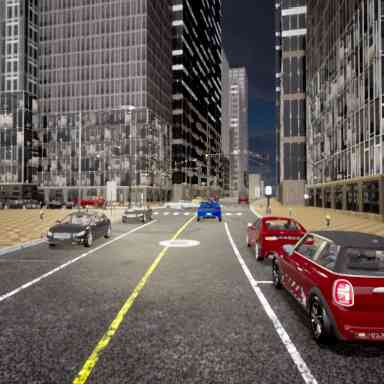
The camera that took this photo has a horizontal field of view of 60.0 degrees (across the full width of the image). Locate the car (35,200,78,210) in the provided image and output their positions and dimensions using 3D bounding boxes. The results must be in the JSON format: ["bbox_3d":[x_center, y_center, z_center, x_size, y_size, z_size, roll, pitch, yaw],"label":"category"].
[{"bbox_3d":[-16.958,1.637,41.959,4.313,1.339,1.947,0,-1,13],"label":"car"}]

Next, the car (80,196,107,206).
[{"bbox_3d":[-15.147,1.535,49.631,5.009,1.841,2.192,0,-1,13],"label":"car"}]

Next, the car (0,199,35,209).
[{"bbox_3d":[-22.399,1.653,43.249,4.403,1.369,2.008,0,-1,13],"label":"car"}]

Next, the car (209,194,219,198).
[{"bbox_3d":[5.157,1.491,78.798,2.192,1.841,5.009,1,0,14],"label":"car"}]

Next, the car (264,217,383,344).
[{"bbox_3d":[2.815,1.441,6.358,1.967,1.590,4.097,1,0,2],"label":"car"}]

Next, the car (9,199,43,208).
[{"bbox_3d":[-26.033,1.833,52.209,4.403,1.369,2.008,0,-1,13],"label":"car"}]

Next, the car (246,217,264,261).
[{"bbox_3d":[3.007,1.547,11.998,1.887,1.381,4.507,1,0,3],"label":"car"}]

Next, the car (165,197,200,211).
[{"bbox_3d":[-1.327,1.648,41.349,1.895,1.301,4.718,1,-1,-40],"label":"car"}]

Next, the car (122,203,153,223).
[{"bbox_3d":[-4.129,1.573,25.696,2.008,1.369,4.403,1,0,5],"label":"car"}]

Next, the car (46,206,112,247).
[{"bbox_3d":[-4.880,1.561,14.906,2.008,1.369,4.403,1,0,3],"label":"car"}]

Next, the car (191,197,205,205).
[{"bbox_3d":[1.162,1.640,62.559,1.752,1.417,4.829,1,0,12],"label":"car"}]

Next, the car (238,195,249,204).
[{"bbox_3d":[10.079,1.410,65.113,2.192,1.841,5.009,1,0,13],"label":"car"}]

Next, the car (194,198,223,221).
[{"bbox_3d":[1.480,1.494,27.165,1.882,1.535,5.008,0,0,5],"label":"car"}]
